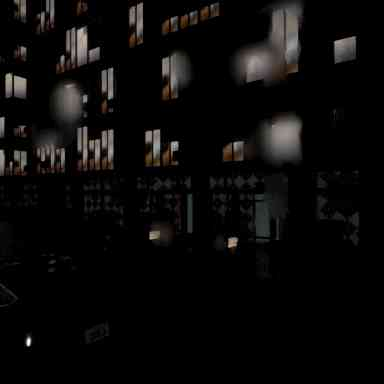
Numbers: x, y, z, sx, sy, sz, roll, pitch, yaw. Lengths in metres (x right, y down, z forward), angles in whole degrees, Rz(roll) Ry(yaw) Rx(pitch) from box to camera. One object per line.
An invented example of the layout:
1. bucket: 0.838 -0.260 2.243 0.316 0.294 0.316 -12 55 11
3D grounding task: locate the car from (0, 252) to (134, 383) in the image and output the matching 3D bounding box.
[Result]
1. car: -2.717 1.566 4.824 4.313 1.339 1.947 0 0 36
